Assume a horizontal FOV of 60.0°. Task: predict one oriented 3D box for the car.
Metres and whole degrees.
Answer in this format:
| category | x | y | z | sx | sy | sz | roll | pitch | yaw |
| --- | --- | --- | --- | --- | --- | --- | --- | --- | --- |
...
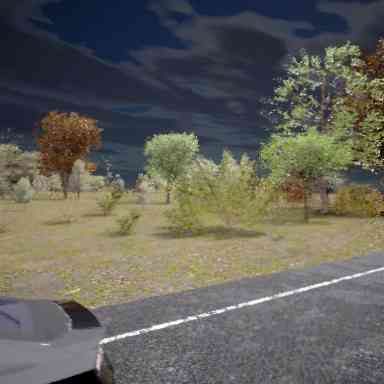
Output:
| category | x | y | z | sx | sy | sz | roll | pitch | yaw |
| --- | --- | --- | --- | --- | --- | --- | --- | --- | --- |
| car | -2.875 | 1.486 | 1.813 | 4.902 | 1.511 | 2.128 | 1 | 0 | -36 |
